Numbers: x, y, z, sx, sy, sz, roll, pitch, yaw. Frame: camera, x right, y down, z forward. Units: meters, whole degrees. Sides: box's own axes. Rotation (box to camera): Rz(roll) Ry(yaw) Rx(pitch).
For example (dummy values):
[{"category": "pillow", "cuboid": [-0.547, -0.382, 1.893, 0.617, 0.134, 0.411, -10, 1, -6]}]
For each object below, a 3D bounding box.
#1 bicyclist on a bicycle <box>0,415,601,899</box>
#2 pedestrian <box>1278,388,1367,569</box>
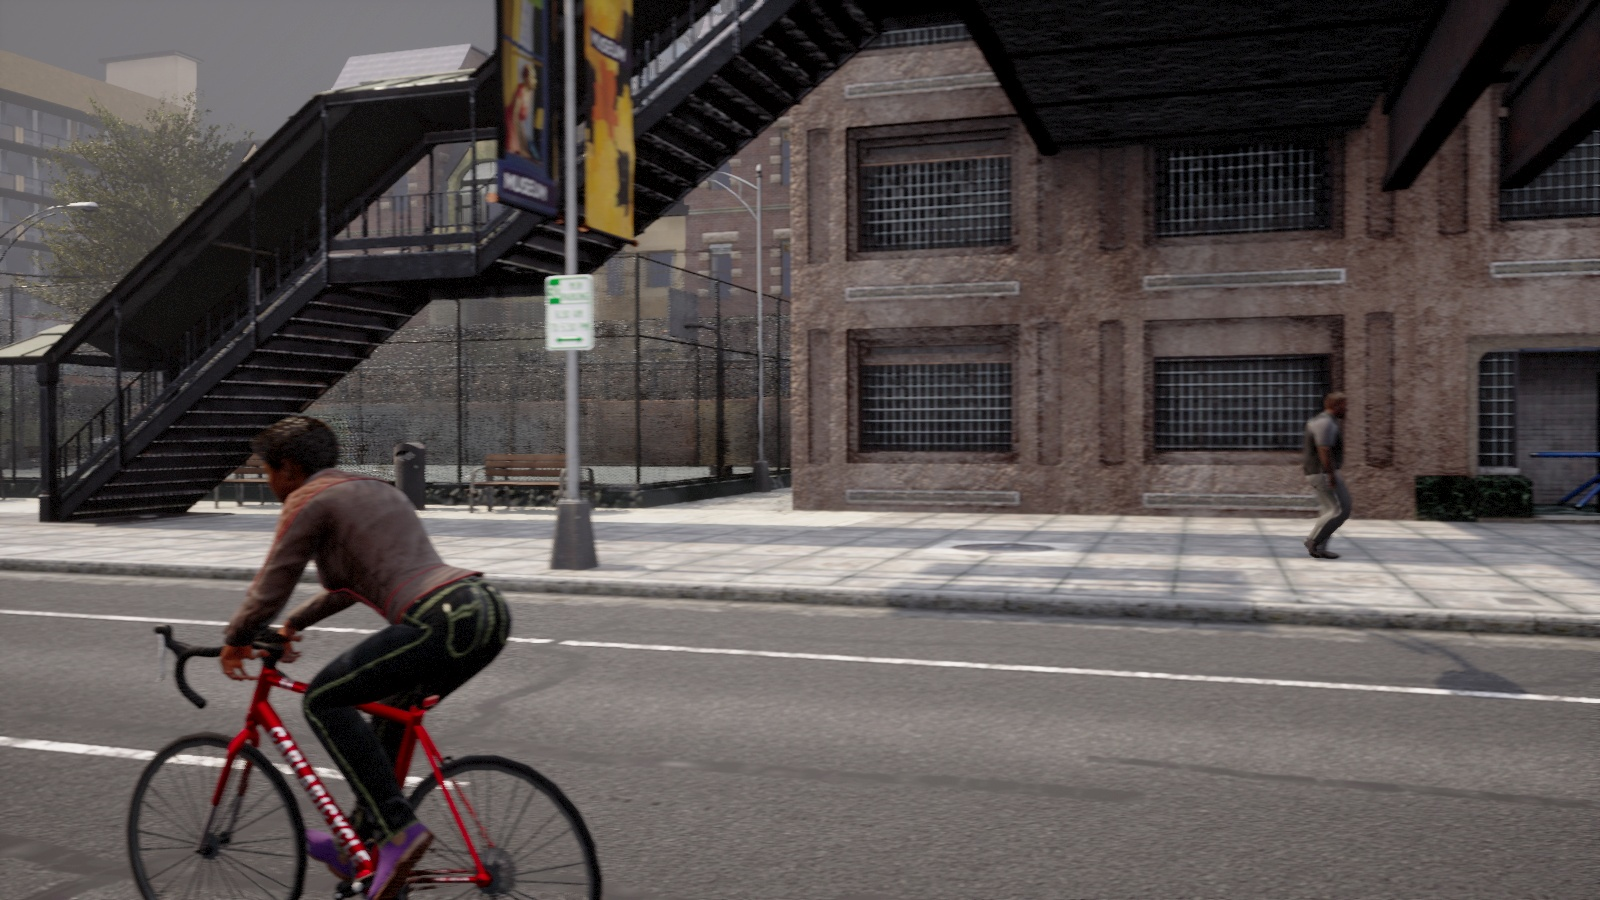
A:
[{"category": "bicyclist on a bicycle", "cuboid": [-1.465, 0.715, 3.679, 1.656, 1.620, 0.582, 0, 1, 18]}, {"category": "pedestrian", "cuboid": [5.576, 0.288, 13.437, 0.849, 1.883, 0.563, 1, 1, 21]}]
